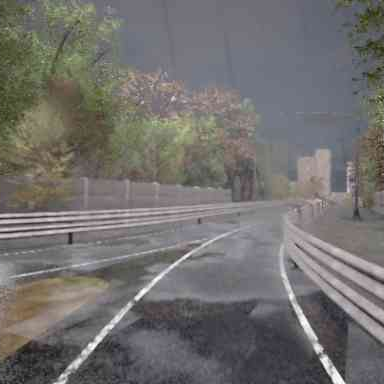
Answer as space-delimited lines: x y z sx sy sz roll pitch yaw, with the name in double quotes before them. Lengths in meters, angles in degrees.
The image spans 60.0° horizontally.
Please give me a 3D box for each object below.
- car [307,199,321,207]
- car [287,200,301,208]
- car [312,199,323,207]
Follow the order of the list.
"car" 21.244 2.088 57.973 1.882 1.535 5.008 1 -1 24
"car" 18.023 2.117 58.790 1.994 1.385 4.181 1 -1 25
"car" 25.445 2.202 67.392 1.812 1.442 4.674 1 -1 24
